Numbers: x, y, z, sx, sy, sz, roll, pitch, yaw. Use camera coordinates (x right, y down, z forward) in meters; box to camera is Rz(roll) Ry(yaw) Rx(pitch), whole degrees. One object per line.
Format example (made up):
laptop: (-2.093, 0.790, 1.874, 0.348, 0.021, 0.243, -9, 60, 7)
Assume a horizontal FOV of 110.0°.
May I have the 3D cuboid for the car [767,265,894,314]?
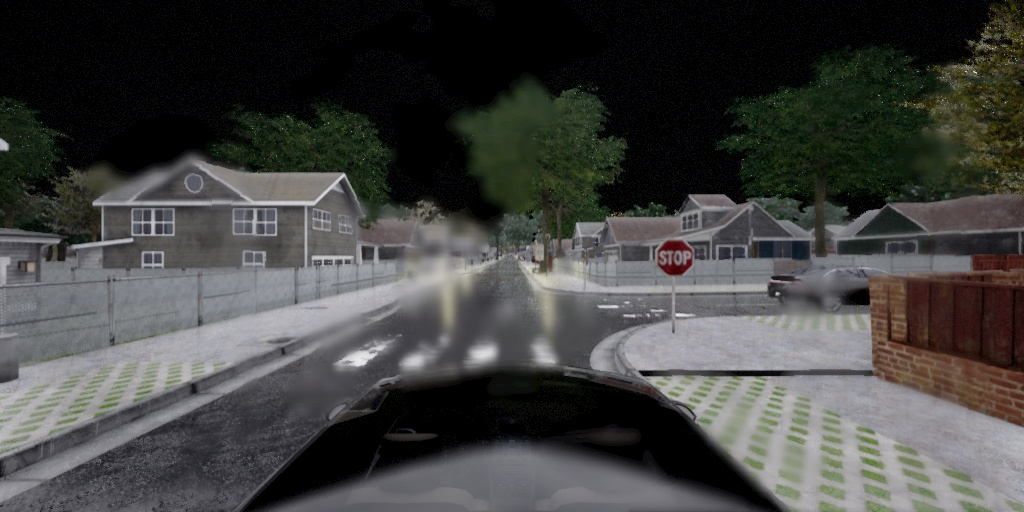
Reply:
car: (11.457, 1.058, 12.198, 4.902, 1.511, 2.128, -1, 0, -1)
